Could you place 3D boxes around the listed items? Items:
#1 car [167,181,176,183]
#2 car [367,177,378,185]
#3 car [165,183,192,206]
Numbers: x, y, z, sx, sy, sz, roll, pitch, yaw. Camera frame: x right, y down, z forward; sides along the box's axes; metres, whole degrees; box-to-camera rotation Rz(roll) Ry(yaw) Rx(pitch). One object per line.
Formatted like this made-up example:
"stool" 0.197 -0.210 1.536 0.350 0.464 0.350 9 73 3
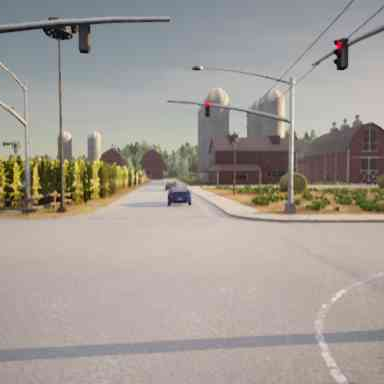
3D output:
"car" -3.335 -0.985 53.089 2.128 1.511 4.902 0 3 -5
"car" 42.379 -2.583 77.768 1.905 1.878 3.866 10 11 41
"car" -1.109 0.255 27.861 1.882 1.535 5.008 0 3 -5
